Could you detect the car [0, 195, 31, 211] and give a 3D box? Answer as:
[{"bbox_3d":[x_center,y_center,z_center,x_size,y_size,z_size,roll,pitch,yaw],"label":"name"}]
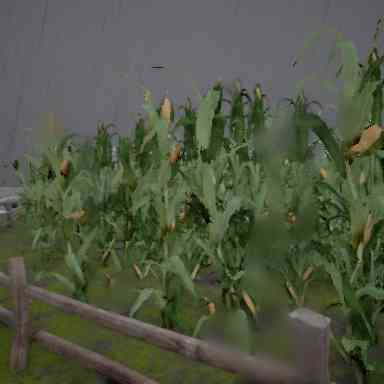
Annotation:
[{"bbox_3d":[-19.052,1.136,35.495,1.882,1.535,5.008,-1,1,30],"label":"car"}]
